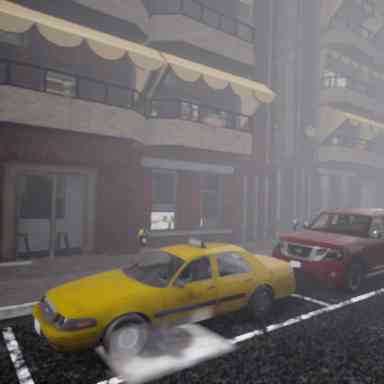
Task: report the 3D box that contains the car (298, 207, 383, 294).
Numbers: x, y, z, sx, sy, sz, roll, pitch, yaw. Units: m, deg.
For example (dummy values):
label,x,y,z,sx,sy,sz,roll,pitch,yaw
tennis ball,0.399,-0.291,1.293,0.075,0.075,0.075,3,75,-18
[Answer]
label,x,y,z,sx,sy,sz,roll,pitch,yaw
car,4.491,1.399,9.279,5.009,1.841,2.192,1,1,-36

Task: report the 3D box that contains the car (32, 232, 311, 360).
label,x,y,z,sx,sy,sz,roll,pitch,yaw
car,-0.153,1.556,5.968,4.829,1.417,1.752,1,1,-36
